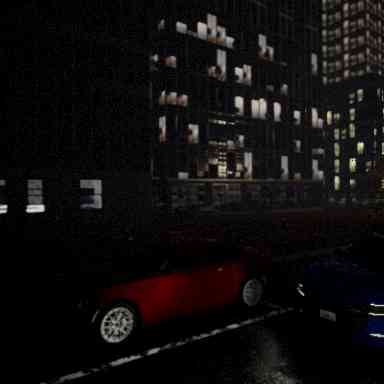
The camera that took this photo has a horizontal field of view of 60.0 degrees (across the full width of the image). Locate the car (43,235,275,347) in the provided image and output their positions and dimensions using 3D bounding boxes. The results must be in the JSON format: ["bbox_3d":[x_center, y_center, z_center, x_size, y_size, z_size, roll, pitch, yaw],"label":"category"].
[{"bbox_3d":[-0.372,1.556,6.309,4.507,1.381,1.887,0,-1,-35],"label":"car"}]

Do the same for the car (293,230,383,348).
[{"bbox_3d":[3.982,1.502,6.218,5.008,1.535,1.882,0,0,-36],"label":"car"}]
